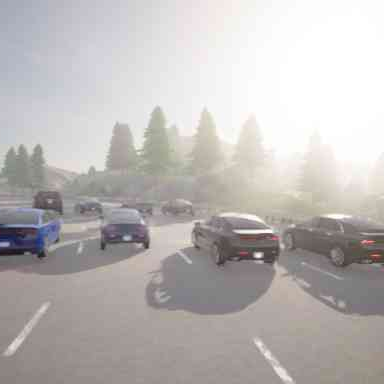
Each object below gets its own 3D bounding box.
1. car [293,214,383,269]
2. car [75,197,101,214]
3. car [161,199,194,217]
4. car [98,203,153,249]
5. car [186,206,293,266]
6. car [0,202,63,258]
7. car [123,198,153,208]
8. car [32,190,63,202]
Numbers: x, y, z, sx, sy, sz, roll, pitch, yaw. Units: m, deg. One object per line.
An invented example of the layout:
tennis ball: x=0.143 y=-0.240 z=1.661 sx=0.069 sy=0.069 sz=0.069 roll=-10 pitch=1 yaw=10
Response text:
car: x=4.893 y=1.527 z=11.426 sx=1.837 sy=1.490 sz=4.892 roll=1 pitch=0 yaw=-13
car: x=-9.435 y=1.219 z=30.317 sx=1.812 sy=1.442 sz=4.674 roll=1 pitch=0 yaw=-28
car: x=-1.259 y=1.357 z=29.540 sx=1.812 sy=1.442 sz=4.674 roll=1 pitch=0 yaw=-24
car: x=-2.852 y=1.410 z=13.801 sx=1.812 sy=1.442 sz=4.674 roll=1 pitch=0 yaw=-15
car: x=1.302 y=1.468 z=11.530 sx=1.837 sy=1.490 sz=4.892 roll=1 pitch=0 yaw=-13
car: x=-5.937 y=1.320 z=11.895 sx=1.882 sy=1.535 sz=5.008 roll=1 pitch=0 yaw=-14
car: x=-4.840 y=1.267 z=28.960 sx=2.128 sy=1.511 sz=4.902 roll=1 pitch=0 yaw=-25
car: x=-12.645 y=0.869 z=29.062 sx=2.150 sy=2.045 sz=5.566 roll=1 pitch=0 yaw=-28
